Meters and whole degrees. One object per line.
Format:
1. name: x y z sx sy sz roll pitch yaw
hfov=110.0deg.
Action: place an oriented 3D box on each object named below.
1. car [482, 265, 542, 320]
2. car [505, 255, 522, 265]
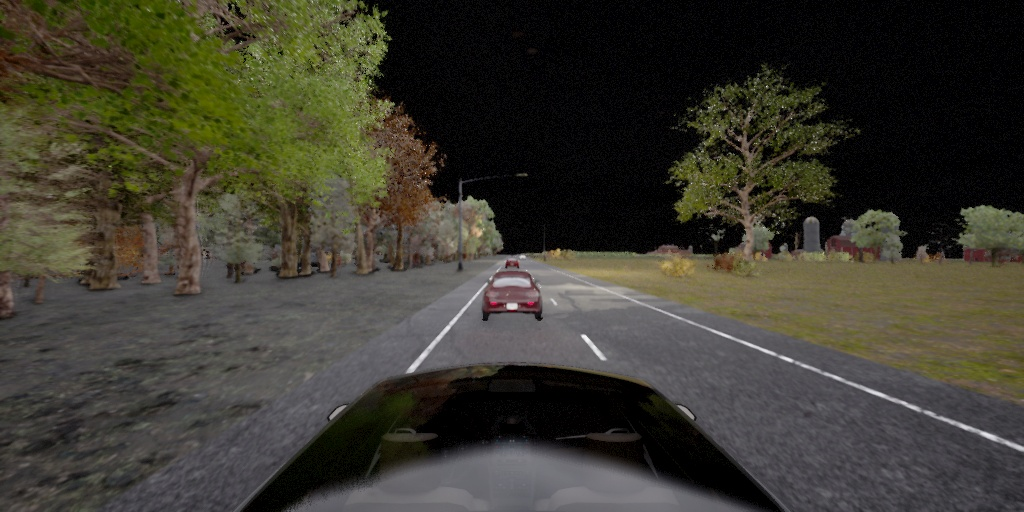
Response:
1. car: 0.006 1.221 12.298 1.812 1.442 4.674 0 0 0
2. car: 0.035 0.962 51.506 1.882 1.535 5.008 0 0 0
